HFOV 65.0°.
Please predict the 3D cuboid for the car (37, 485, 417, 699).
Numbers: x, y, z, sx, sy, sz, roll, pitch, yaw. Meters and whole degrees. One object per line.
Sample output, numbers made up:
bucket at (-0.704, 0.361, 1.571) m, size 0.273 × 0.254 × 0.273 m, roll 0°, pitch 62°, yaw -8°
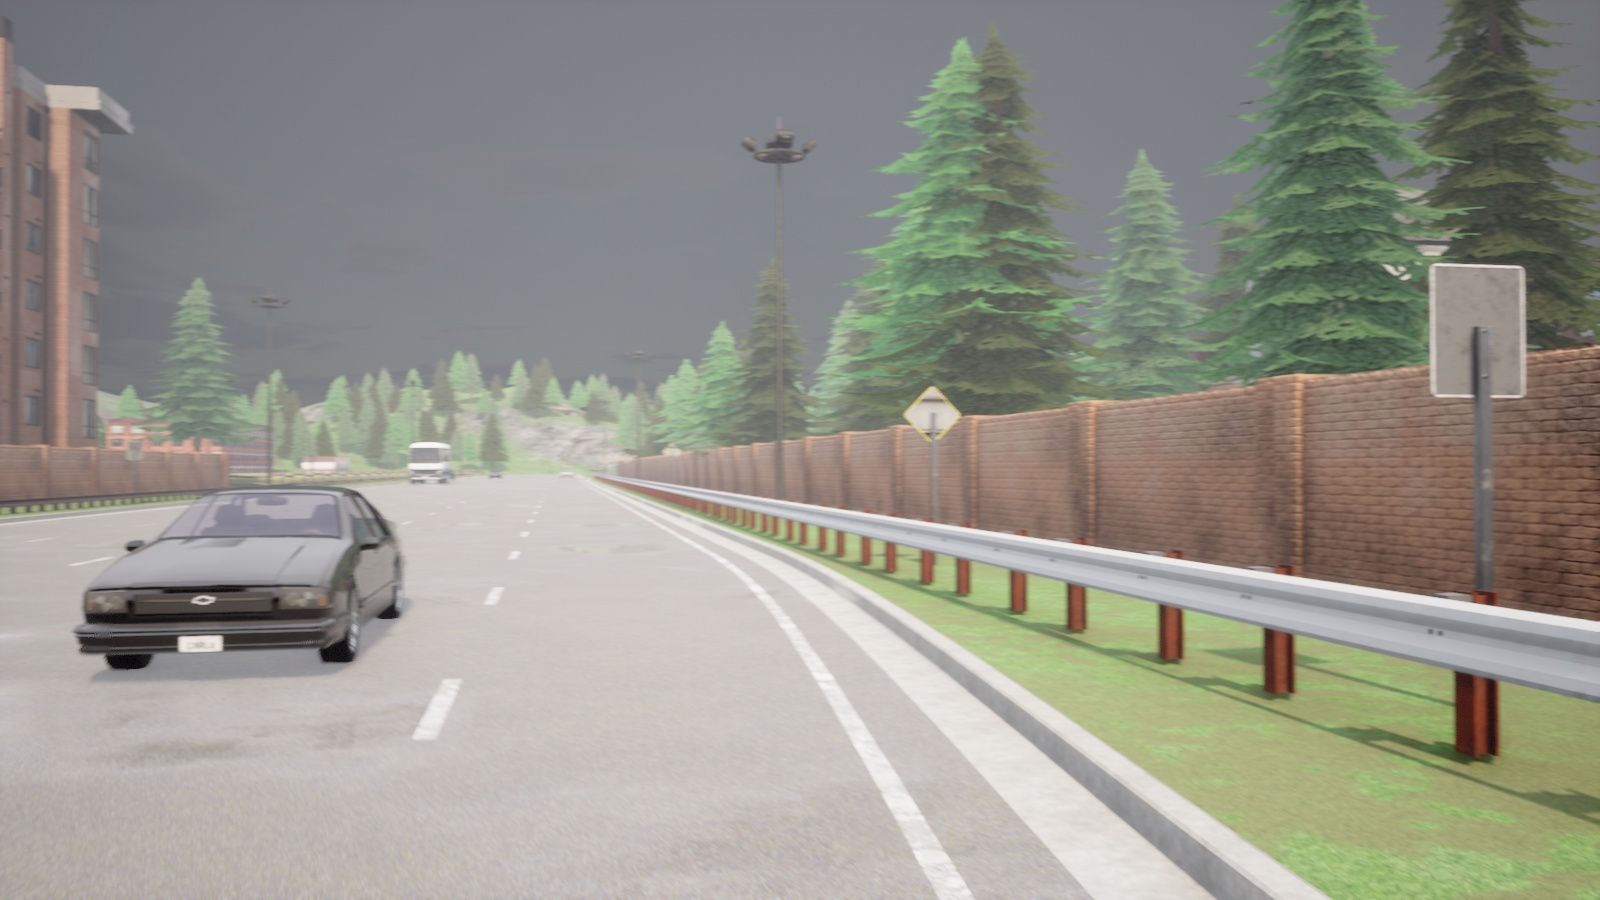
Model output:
car at (-4.870, 1.070, 11.606) m, size 2.033 × 1.411 × 5.357 m, roll 0°, pitch -1°, yaw -11°
